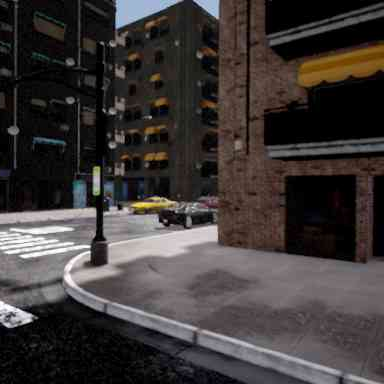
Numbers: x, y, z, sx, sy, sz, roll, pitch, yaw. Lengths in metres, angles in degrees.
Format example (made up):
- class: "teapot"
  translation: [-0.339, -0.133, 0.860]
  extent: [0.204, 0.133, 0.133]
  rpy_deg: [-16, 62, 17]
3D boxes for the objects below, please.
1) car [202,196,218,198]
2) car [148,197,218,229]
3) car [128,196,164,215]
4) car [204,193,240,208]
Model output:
- class: "car"
  translation: [1.355, 1.053, 29.984]
  extent: [1.994, 1.385, 4.181]
  rpy_deg: [1, 1, 36]
- class: "car"
  translation: [-0.079, 1.213, 18.819]
  extent: [2.008, 1.369, 4.403]
  rpy_deg: [2, 2, 36]
- class: "car"
  translation: [-3.219, 1.045, 27.882]
  extent: [1.752, 1.417, 4.829]
  rpy_deg: [2, 2, 36]
- class: "car"
  translation: [3.466, 0.906, 37.043]
  extent: [1.752, 1.417, 4.829]
  rpy_deg: [2, 2, 36]
